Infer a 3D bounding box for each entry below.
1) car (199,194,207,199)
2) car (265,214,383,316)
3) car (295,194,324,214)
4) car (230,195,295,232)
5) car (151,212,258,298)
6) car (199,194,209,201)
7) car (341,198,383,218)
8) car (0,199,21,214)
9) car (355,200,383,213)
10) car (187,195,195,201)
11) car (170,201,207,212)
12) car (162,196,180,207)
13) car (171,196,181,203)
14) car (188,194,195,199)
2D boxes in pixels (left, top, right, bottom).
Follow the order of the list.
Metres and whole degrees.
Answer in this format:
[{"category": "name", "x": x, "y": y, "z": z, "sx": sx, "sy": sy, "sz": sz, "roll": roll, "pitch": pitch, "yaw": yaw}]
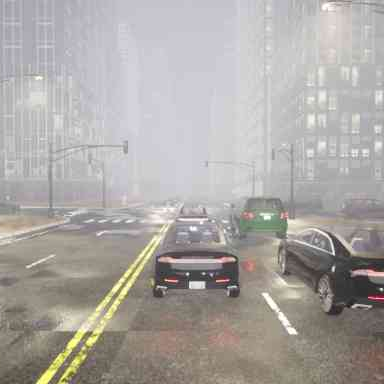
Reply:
[{"category": "car", "x": 3.008, "y": 1.294, "z": 91.278, "sx": 1.994, "sy": 1.385, "sz": 4.181, "roll": 0, "pitch": 0, "yaw": 0}, {"category": "car", "x": 3.327, "y": 1.488, "z": 7.493, "sx": 2.128, "sy": 1.511, "sz": 4.902, "roll": 0, "pitch": 0, "yaw": 0}, {"category": "car", "x": 11.306, "y": 1.288, "z": 35.966, "sx": 5.566, "sy": 2.045, "sz": 2.150, "roll": 0, "pitch": 1, "yaw": -1}, {"category": "car", "x": 3.304, "y": 1.213, "z": 17.335, "sx": 2.150, "sy": 2.045, "sz": 5.566, "roll": 0, "pitch": 0, "yaw": 0}, {"category": "car", "x": 0.078, "y": 1.488, "z": 8.502, "sx": 2.128, "sy": 1.511, "sz": 4.902, "roll": 0, "pitch": 0, "yaw": 0}, {"category": "car", "x": 3.035, "y": 1.513, "z": 81.306, "sx": 1.895, "sy": 1.301, "sz": 4.718, "roll": 0, "pitch": 0, "yaw": 0}, {"category": "car", "x": 16.121, "y": 1.519, "z": 30.106, "sx": 5.009, "sy": 1.841, "sz": 2.192, "roll": 1, "pitch": 0, "yaw": 1}, {"category": "car", "x": -19.481, "y": 1.408, "z": 33.185, "sx": 4.181, "sy": 1.385, "sz": 1.994, "roll": 1, "pitch": 1, "yaw": 1}, {"category": "car", "x": 21.708, "y": 1.642, "z": 38.407, "sx": 4.829, "sy": 1.417, "sz": 1.752, "roll": 1, "pitch": 0, "yaw": 1}, {"category": "car", "x": -0.214, "y": 1.458, "z": 80.853, "sx": 2.033, "sy": 1.411, "sz": 5.357, "roll": 0, "pitch": 0, "yaw": 0}, {"category": "car", "x": 0.052, "y": 1.482, "z": 17.687, "sx": 2.128, "sy": 1.511, "sz": 4.902, "roll": 0, "pitch": 0, "yaw": 0}, {"category": "car", "x": -3.478, "y": 1.455, "z": 51.380, "sx": 2.128, "sy": 1.511, "sz": 4.902, "roll": 0, "pitch": 0, "yaw": 0}, {"category": "car", "x": -3.438, "y": 1.493, "z": 70.617, "sx": 1.994, "sy": 1.385, "sz": 4.181, "roll": 0, "pitch": 0, "yaw": 0}, {"category": "car", "x": -0.242, "y": 1.337, "z": 91.300, "sx": 1.895, "sy": 1.301, "sz": 4.718, "roll": 0, "pitch": 0, "yaw": 0}]
